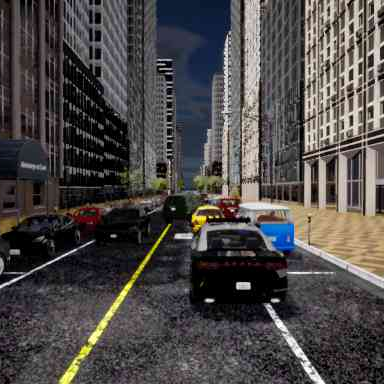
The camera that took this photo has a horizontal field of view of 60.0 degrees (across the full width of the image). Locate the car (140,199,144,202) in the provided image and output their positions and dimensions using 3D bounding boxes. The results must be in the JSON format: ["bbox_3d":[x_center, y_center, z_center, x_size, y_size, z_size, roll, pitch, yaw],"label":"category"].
[{"bbox_3d":[-5.729,1.577,29.946,1.802,1.307,4.206,-1,0,0],"label":"car"}]

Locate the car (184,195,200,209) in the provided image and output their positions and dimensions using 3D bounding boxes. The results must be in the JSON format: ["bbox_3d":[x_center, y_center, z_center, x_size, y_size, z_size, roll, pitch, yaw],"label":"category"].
[{"bbox_3d":[-0.028,1.344,46.158,2.097,1.767,4.553,0,0,0],"label":"car"}]

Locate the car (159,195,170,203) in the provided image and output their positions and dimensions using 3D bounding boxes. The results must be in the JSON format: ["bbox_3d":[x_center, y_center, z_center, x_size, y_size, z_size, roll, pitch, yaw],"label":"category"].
[{"bbox_3d":[-5.771,1.426,69.731,1.967,1.590,4.097,-1,0,0],"label":"car"}]

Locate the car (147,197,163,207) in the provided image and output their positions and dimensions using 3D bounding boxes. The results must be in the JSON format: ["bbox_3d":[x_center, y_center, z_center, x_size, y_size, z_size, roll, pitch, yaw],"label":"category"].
[{"bbox_3d":[-5.753,1.541,52.680,2.008,1.369,4.403,-1,0,0],"label":"car"}]

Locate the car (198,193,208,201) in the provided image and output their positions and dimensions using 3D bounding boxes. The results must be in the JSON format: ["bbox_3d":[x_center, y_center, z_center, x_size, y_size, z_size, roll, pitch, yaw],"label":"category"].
[{"bbox_3d":[2.597,1.298,81.108,2.192,1.841,5.009,-1,0,0],"label":"car"}]

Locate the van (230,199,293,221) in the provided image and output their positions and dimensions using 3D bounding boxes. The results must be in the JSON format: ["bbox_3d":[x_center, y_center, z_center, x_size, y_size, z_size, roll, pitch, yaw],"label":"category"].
[{"bbox_3d":[2.666,1.339,12.903,1.690,1.788,3.998,-1,0,0],"label":"van"}]

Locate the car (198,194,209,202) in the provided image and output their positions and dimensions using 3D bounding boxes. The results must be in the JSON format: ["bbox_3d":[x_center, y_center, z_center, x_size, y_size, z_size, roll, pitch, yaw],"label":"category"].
[{"bbox_3d":[2.602,1.300,75.424,2.192,1.841,5.009,-1,0,0],"label":"car"}]

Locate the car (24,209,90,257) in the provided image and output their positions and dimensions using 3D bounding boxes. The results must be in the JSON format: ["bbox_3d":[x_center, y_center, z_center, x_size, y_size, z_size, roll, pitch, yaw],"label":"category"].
[{"bbox_3d":[-5.712,1.564,12.895,1.947,1.339,4.313,-1,0,0],"label":"car"}]

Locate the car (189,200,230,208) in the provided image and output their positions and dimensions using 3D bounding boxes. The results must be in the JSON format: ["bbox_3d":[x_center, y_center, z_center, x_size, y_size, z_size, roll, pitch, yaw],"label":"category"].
[{"bbox_3d":[0.880,1.452,18.437,1.801,1.575,5.366,0,0,0],"label":"car"}]

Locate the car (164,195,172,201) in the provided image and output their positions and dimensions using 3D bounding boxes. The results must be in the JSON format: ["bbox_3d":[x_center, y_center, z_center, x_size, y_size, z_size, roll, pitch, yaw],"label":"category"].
[{"bbox_3d":[-5.781,1.508,80.929,1.752,1.417,4.829,-1,0,0],"label":"car"}]

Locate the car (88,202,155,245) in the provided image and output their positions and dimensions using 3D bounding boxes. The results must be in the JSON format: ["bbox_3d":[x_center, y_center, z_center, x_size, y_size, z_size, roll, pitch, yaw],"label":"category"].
[{"bbox_3d":[-3.118,1.475,15.718,1.882,1.535,5.008,0,0,0],"label":"car"}]

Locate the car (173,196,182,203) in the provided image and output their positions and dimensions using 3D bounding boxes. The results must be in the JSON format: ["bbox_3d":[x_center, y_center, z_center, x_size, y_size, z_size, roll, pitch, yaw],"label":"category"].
[{"bbox_3d":[-3.072,1.586,70.910,1.895,1.301,4.718,0,0,0],"label":"car"}]

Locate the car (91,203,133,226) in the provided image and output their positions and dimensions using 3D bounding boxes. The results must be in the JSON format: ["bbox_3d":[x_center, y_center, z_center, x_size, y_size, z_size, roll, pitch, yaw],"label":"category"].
[{"bbox_3d":[-5.725,1.547,24.262,2.008,1.369,4.403,-1,0,0],"label":"car"}]

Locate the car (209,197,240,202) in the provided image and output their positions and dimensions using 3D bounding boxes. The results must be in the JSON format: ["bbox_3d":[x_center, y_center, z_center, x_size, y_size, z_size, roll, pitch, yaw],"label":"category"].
[{"bbox_3d":[2.654,1.311,24.271,2.192,1.841,5.009,-1,0,0],"label":"car"}]

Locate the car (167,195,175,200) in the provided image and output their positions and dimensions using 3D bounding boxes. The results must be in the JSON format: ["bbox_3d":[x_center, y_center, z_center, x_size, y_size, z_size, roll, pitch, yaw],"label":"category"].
[{"bbox_3d":[-5.793,1.545,92.466,1.947,1.339,4.313,-1,0,0],"label":"car"}]

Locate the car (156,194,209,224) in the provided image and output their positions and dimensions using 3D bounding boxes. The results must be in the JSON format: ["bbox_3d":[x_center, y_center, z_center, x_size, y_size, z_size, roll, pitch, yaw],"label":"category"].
[{"bbox_3d":[-0.169,1.216,24.631,2.150,2.045,5.566,-1,0,24],"label":"car"}]

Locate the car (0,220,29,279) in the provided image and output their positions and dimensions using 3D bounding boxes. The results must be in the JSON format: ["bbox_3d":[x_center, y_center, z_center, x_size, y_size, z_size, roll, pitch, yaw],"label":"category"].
[{"bbox_3d":[-5.707,1.550,7.211,2.008,1.369,4.403,-1,0,0],"label":"car"}]

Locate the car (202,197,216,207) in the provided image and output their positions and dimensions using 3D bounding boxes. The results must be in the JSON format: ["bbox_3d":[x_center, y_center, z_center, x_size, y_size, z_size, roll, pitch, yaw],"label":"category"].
[{"bbox_3d":[2.628,1.541,52.688,2.008,1.369,4.403,-1,0,0],"label":"car"}]

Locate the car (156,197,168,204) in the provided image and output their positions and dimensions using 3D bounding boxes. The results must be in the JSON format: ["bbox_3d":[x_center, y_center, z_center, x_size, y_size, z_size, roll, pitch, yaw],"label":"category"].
[{"bbox_3d":[-5.764,1.569,64.047,1.802,1.307,4.206,-1,0,0],"label":"car"}]

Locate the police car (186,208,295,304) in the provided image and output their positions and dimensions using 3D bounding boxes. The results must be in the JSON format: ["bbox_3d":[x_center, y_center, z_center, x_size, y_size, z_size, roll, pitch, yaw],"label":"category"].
[{"bbox_3d":[0.889,1.424,8.358,1.930,1.638,5.238,0,0,0],"label":"police car"}]

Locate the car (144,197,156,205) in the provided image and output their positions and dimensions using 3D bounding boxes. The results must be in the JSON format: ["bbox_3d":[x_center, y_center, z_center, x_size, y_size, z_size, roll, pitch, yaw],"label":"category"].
[{"bbox_3d":[-5.741,1.544,41.313,2.008,1.369,4.403,-1,0,0],"label":"car"}]

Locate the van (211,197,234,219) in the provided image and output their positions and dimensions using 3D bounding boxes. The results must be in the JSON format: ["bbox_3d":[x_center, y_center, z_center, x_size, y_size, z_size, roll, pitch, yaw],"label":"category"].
[{"bbox_3d":[2.649,1.336,29.954,1.690,1.788,3.998,-1,0,0],"label":"van"}]

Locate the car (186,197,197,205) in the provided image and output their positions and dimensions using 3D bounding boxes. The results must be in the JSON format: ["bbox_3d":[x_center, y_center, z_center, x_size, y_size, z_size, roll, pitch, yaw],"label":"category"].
[{"bbox_3d":[-0.062,1.553,59.258,1.994,1.385,4.181,0,0,0],"label":"car"}]

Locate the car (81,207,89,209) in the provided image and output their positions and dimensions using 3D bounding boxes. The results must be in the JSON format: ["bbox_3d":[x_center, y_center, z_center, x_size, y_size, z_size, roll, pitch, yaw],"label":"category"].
[{"bbox_3d":[-5.718,1.542,18.579,1.887,1.381,4.507,-1,0,0],"label":"car"}]
